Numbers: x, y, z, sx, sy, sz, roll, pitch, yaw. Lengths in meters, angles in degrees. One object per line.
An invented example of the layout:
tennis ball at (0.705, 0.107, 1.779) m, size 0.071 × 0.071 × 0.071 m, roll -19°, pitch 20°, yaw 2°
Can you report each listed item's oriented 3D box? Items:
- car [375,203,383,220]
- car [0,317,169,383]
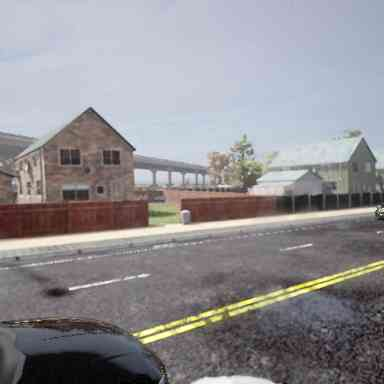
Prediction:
car at (14.121, 0.958, 22.063) m, size 4.553 × 1.767 × 2.097 m, roll -1°, pitch 1°, yaw -36°
car at (-2.372, 1.509, 1.731) m, size 4.902 × 1.511 × 2.128 m, roll -1°, pitch 1°, yaw -36°
